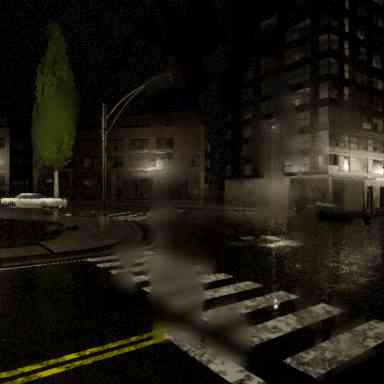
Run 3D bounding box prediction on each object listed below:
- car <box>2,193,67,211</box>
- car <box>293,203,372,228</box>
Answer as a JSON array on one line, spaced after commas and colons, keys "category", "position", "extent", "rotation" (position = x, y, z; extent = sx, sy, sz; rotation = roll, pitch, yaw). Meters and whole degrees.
[{"category": "car", "position": [-12.531, 0.791, 26.645], "extent": [4.718, 1.301, 1.895], "rotation": [1, 0, 11]}, {"category": "car", "position": [9.299, 1.485, 22.237], "extent": [4.718, 1.301, 1.895], "rotation": [7, 3, 11]}]
